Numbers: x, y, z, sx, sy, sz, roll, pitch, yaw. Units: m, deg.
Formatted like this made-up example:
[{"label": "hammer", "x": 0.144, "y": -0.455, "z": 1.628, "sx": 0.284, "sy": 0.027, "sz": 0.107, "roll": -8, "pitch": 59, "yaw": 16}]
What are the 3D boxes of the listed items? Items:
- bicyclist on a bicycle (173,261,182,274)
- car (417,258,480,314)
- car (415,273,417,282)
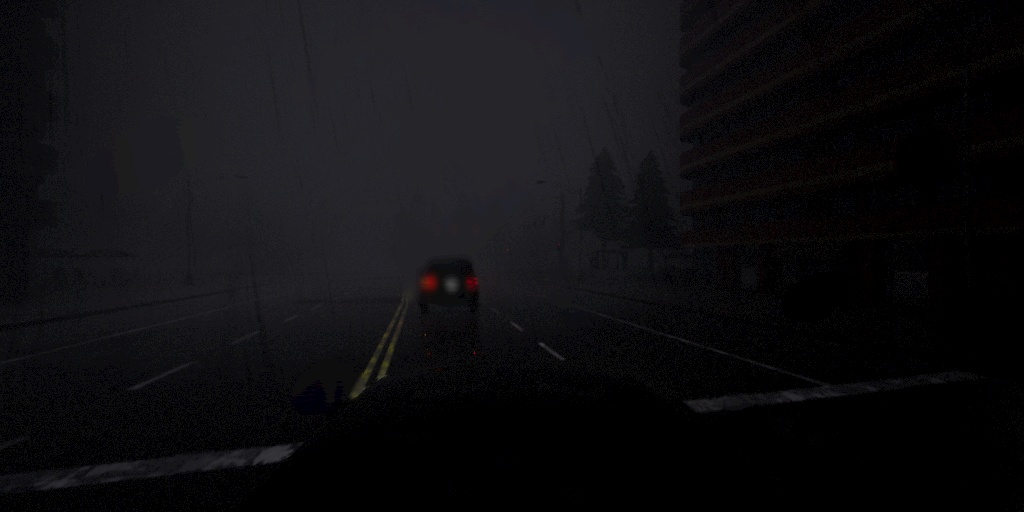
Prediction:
[{"label": "bicyclist on a bicycle", "x": -40.215, "y": 1.384, "z": 43.091, "sx": 0.582, "sy": 1.620, "sz": 1.656, "roll": 0, "pitch": 0, "yaw": -14}, {"label": "car", "x": -2.681, "y": 1.101, "z": 14.861, "sx": 2.150, "sy": 2.045, "sz": 5.566, "roll": 0, "pitch": 0, "yaw": -14}, {"label": "car", "x": -6.854, "y": 1.584, "z": 30.092, "sx": 1.994, "sy": 1.385, "sz": 4.181, "roll": 0, "pitch": 0, "yaw": -24}]
